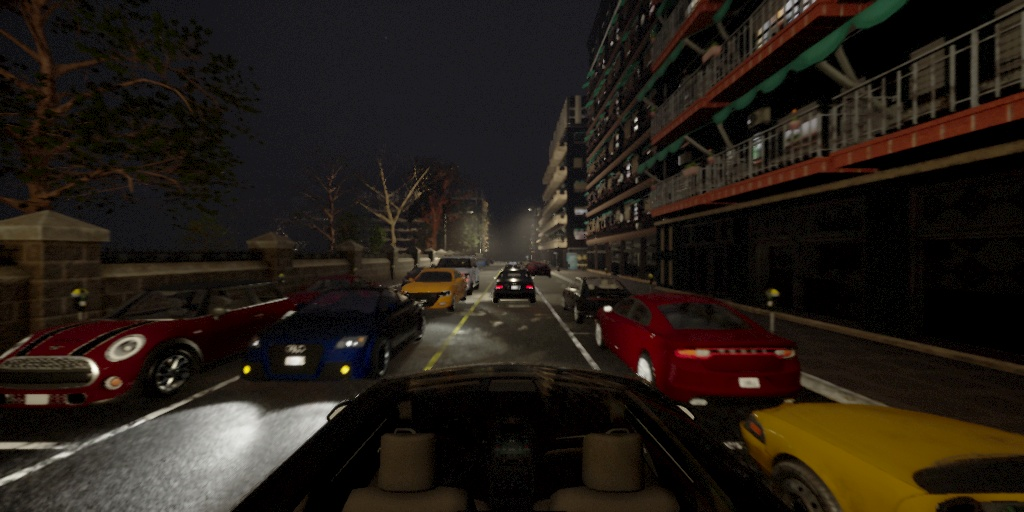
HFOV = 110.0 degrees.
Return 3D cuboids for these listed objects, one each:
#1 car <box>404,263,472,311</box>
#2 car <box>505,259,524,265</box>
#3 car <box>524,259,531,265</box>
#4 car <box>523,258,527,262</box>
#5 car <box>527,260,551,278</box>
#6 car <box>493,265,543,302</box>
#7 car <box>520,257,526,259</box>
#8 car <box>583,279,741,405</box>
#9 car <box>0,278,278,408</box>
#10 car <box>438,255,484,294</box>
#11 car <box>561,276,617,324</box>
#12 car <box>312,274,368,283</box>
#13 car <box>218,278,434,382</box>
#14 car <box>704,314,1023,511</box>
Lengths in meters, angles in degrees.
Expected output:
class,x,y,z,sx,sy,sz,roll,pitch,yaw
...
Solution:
class,x,y,z,sx,sy,sz,roll,pitch,yaw
car,-2.989,1.239,14.616,1.882,1.535,5.008,0,0,0
car,0.094,1.359,44.918,1.994,1.385,4.181,0,0,0
car,2.685,1.334,39.502,1.888,1.381,4.507,0,0,0
car,2.684,1.369,50.573,1.948,1.339,4.313,0,0,0
car,2.686,1.327,33.967,1.888,1.381,4.507,0,0,0
car,0.099,1.311,16.903,2.033,1.411,5.357,0,0,0
car,2.683,1.251,56.107,1.967,1.591,4.097,0,0,0
car,2.689,1.299,6.291,1.888,1.381,4.507,0,0,0
car,-5.691,1.194,6.289,1.967,1.591,4.097,0,0,0
car,-3.058,0.988,19.910,2.150,2.045,5.566,0,0,1
car,2.688,1.310,11.827,2.007,1.370,4.403,0,0,0
car,-5.692,1.304,11.825,1.888,1.381,4.507,0,0,0
car,-3.085,1.319,7.119,1.994,1.385,4.181,0,0,1
car,2.690,1.275,0.926,1.751,1.417,4.829,0,0,0
